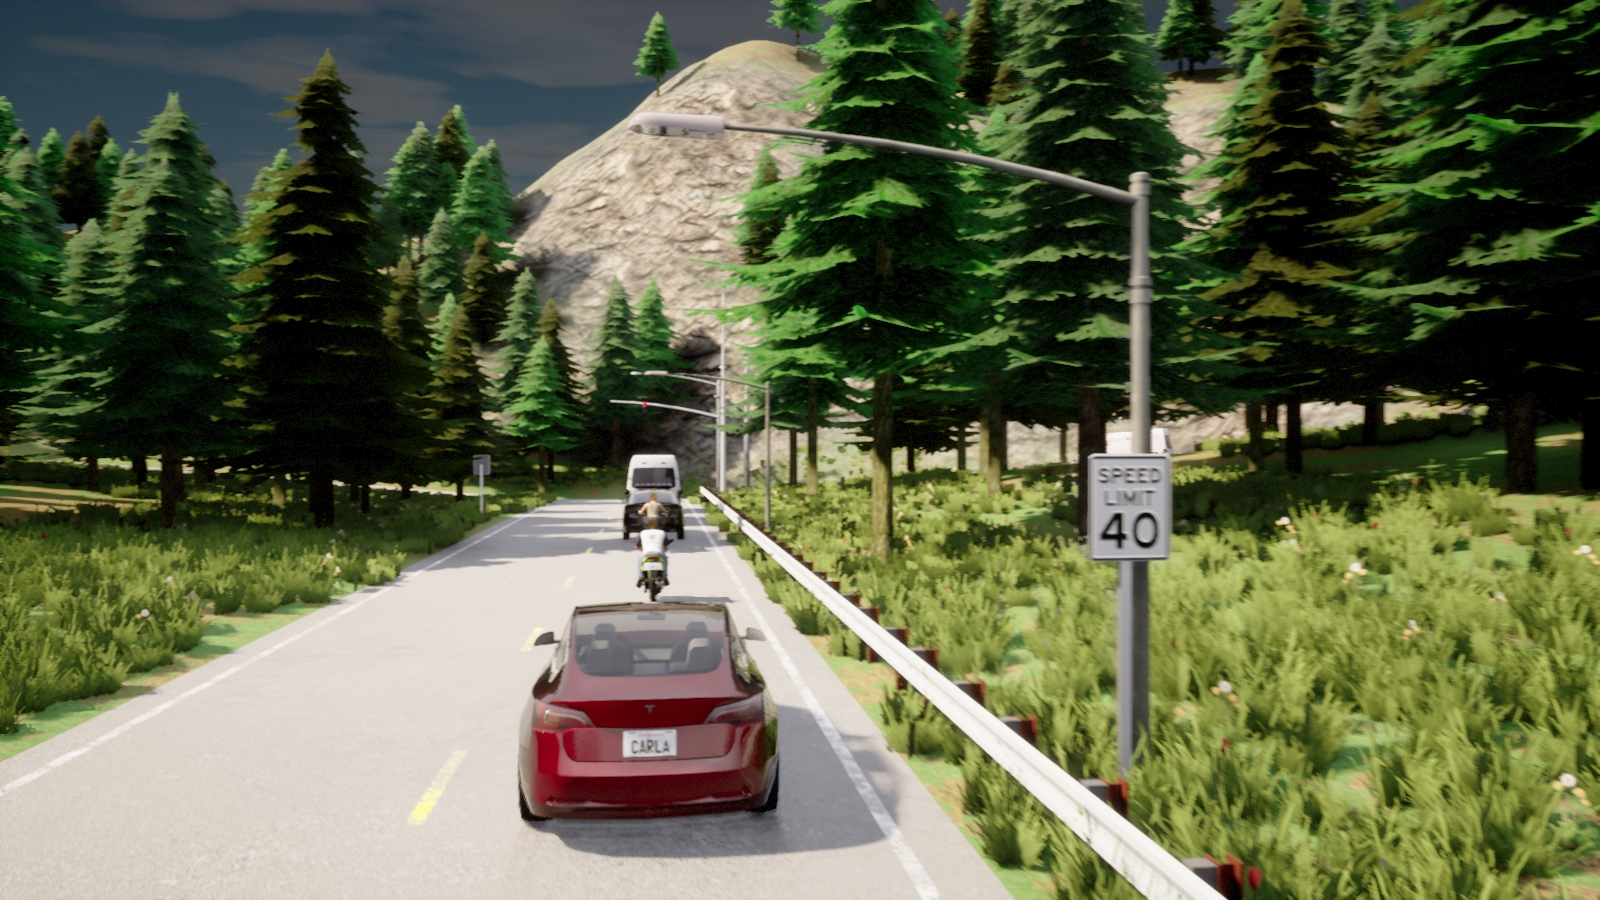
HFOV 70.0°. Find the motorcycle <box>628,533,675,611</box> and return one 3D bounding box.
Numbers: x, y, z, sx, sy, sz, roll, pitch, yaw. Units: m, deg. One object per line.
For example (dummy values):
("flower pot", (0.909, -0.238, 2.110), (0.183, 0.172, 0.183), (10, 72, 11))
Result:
("motorcycle", (-2.691, 2.183, 20.737), (0.803, 1.145, 2.033), (0, 1, -7))

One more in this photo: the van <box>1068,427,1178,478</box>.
("van", (19.410, 0.188, 68.797), (5.915, 2.561, 1.988), (-5, -2, 30))

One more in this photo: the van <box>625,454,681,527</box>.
("van", (-5.624, 1.467, 43.876), (1.988, 2.561, 5.915), (0, 0, -7))

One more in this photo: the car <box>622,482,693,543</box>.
("car", (-4.570, 1.926, 36.533), (2.097, 1.638, 5.238), (0, 0, -7))

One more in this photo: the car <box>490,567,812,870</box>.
("car", (-1.289, 2.046, 10.111), (2.163, 1.488, 4.792), (0, 0, -7))
